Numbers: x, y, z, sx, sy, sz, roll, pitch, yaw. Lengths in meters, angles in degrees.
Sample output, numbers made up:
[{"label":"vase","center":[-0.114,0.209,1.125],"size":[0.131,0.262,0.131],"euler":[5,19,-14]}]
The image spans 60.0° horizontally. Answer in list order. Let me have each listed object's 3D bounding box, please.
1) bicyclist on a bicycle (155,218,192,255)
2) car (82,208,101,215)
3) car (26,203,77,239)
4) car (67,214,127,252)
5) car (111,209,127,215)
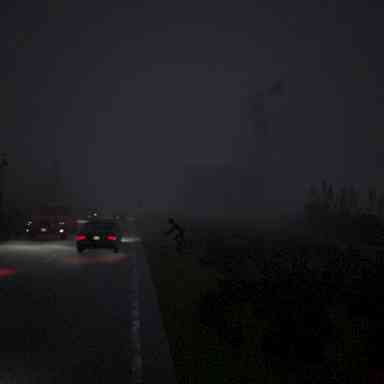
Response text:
[{"label":"bicyclist on a bicycle","center":[-0.799,1.993,14.763],"size":[1.656,1.620,0.582],"euler":[2,-2,-11]},{"label":"car","center":[-12.532,2.736,41.710],"size":[1.837,1.490,4.892],"euler":[2,-3,-10]},{"label":"car","center":[-8.778,1.780,21.295],"size":[2.150,2.045,5.566],"euler":[2,-1,-11]},{"label":"car","center":[-4.439,2.048,16.350],"size":[2.033,1.411,5.357],"euler":[2,-2,-10]},{"label":"car","center":[-9.208,2.841,41.753],"size":[1.812,1.442,4.674],"euler":[2,-2,-10]}]
